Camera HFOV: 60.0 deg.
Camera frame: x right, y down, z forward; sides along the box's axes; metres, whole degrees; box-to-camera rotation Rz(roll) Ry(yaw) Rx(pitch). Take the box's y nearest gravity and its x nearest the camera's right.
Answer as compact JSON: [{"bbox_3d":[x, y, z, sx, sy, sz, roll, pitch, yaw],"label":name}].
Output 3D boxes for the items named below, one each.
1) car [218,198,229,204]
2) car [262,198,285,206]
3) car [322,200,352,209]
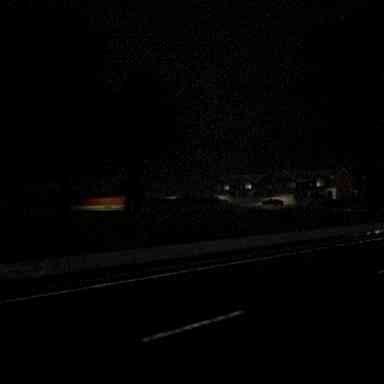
[{"bbox_3d":[6.624,2.137,77.619,1.994,1.385,4.181,-1,0,-35],"label":"car"},{"bbox_3d":[15.706,1.902,64.673,2.128,1.511,4.902,-1,0,-35],"label":"car"},{"bbox_3d":[22.074,1.849,50.815,1.994,1.385,4.181,-1,0,-35],"label":"car"}]
